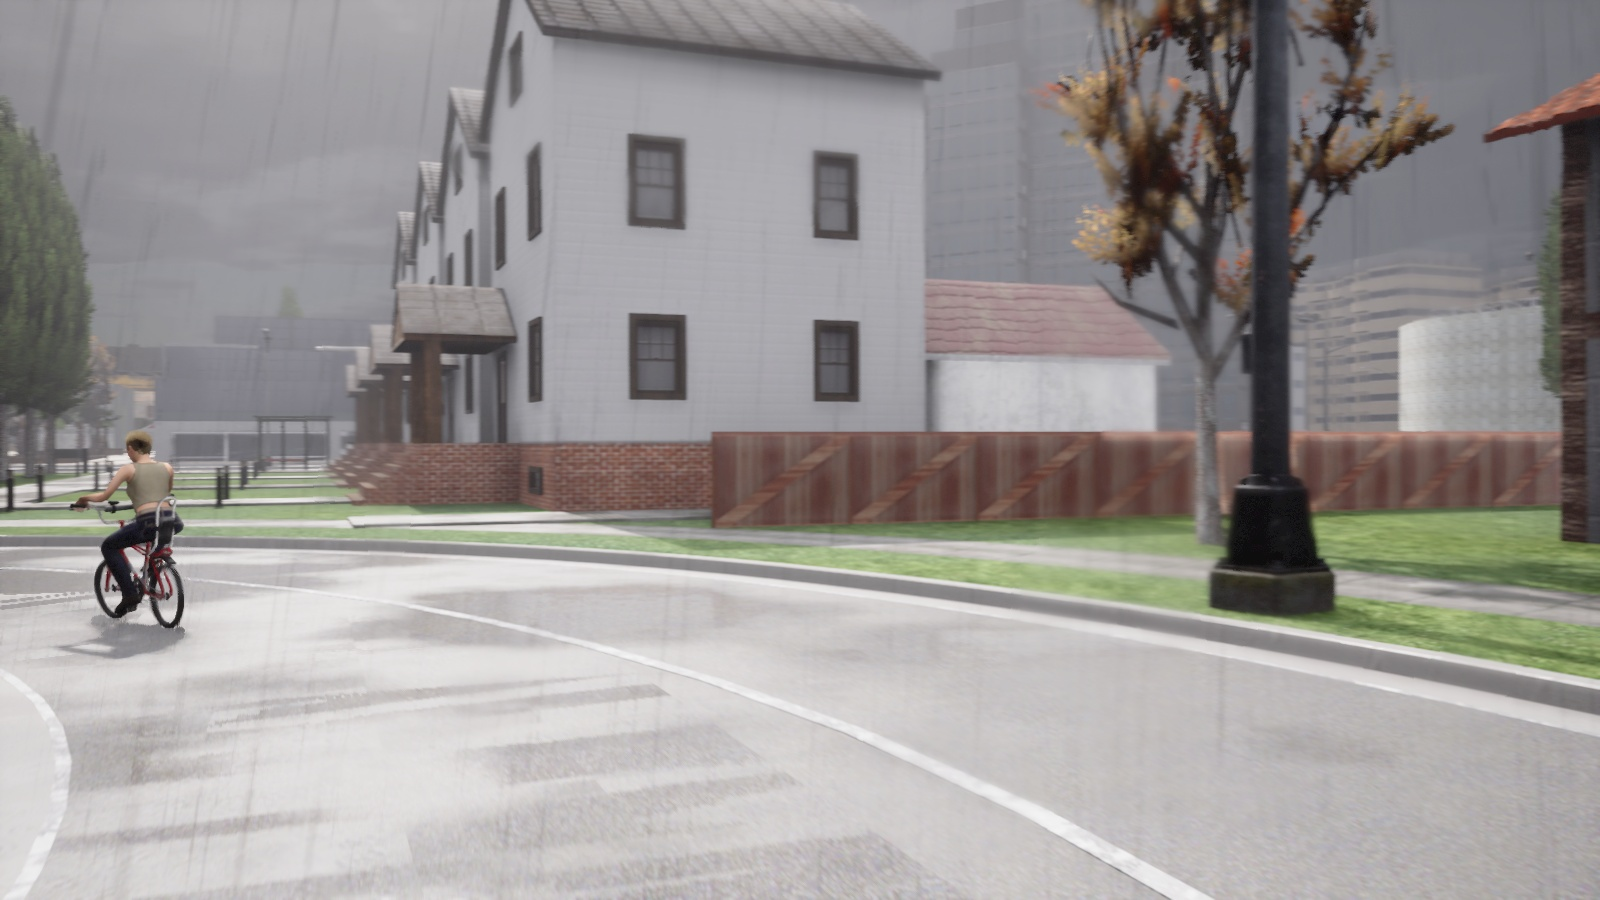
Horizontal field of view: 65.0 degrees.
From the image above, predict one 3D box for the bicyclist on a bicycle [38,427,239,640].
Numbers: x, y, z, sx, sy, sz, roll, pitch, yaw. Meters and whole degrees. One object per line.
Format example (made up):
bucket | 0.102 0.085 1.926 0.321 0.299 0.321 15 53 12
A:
bicyclist on a bicycle | -5.490 0.632 10.407 1.509 1.612 0.866 0 2 38
